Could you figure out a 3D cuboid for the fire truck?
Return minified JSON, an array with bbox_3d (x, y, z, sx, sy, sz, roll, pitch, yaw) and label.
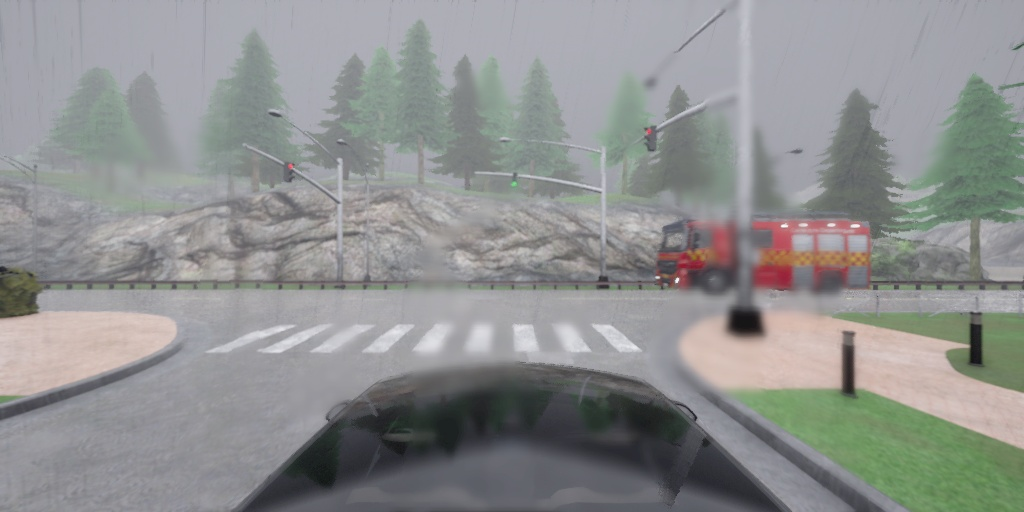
[{"bbox_3d":[11.549,-0.069,17.048,8.468,3.827,2.891,0,0,0],"label":"fire truck"}]
